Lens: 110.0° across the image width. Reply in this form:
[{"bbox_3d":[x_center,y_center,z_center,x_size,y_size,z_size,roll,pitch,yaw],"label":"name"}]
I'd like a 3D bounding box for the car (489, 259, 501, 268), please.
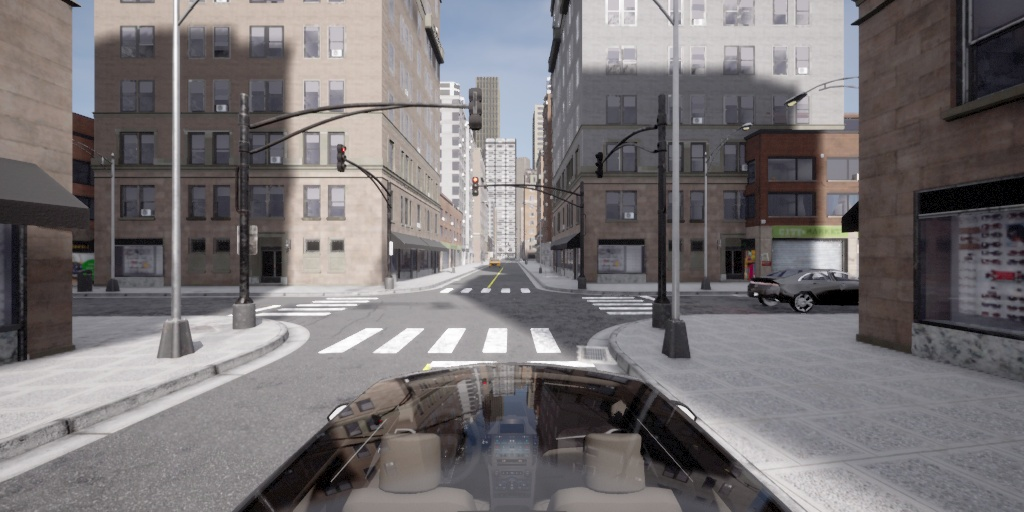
[{"bbox_3d":[-2.995,1.204,62.918,1.882,1.535,5.008,0,0,0],"label":"car"}]

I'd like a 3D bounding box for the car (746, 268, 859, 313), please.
[{"bbox_3d":[11.428,1.208,13.234,4.902,1.511,2.128,0,0,0],"label":"car"}]
